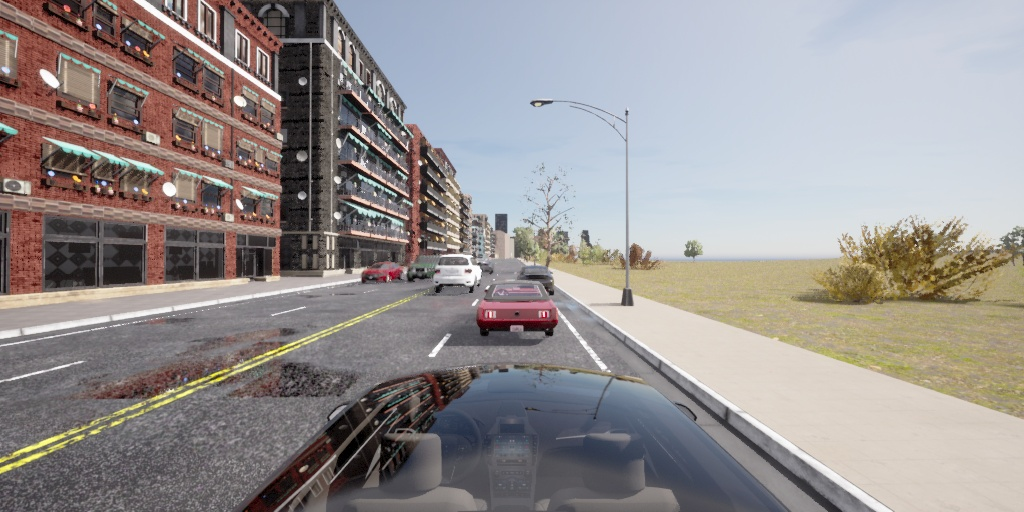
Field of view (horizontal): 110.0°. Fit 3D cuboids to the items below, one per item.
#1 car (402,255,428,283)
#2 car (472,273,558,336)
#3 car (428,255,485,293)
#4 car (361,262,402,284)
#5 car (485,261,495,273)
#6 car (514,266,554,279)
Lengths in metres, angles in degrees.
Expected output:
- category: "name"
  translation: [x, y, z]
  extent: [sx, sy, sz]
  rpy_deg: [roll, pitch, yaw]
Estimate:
- category: "car"
  translation: [-6.501, 0.973, 28.041]
  extent: [2.150, 2.045, 5.566]
  rpy_deg: [0, 0, 0]
- category: "car"
  translation: [0.131, 1.352, 10.323]
  extent: [1.895, 1.301, 4.718]
  rpy_deg: [0, 0, 0]
- category: "car"
  translation: [-3.078, 0.971, 21.161]
  extent: [2.150, 2.045, 5.566]
  rpy_deg: [0, 0, 0]
- category: "car"
  translation: [-9.755, 1.230, 27.289]
  extent: [1.882, 1.535, 5.008]
  rpy_deg: [0, 0, 0]
- category: "car"
  translation: [-3.003, 1.244, 40.287]
  extent: [2.128, 1.511, 4.902]
  rpy_deg: [0, 0, 0]
- category: "car"
  translation: [1.204, 1.257, 19.523]
  extent: [1.837, 1.490, 4.892]
  rpy_deg: [0, 0, 0]
